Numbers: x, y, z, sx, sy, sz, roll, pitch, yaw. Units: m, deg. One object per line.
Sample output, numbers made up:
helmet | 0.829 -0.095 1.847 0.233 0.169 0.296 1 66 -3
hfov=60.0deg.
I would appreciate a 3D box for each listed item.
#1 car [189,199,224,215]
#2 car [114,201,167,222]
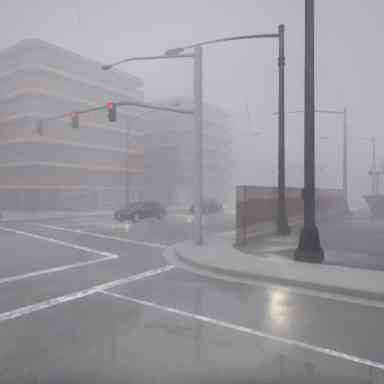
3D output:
car | 1.597 1.505 34.480 1.837 1.490 4.892 0 0 35
car | -3.996 1.505 26.359 1.837 1.490 4.892 0 0 35
